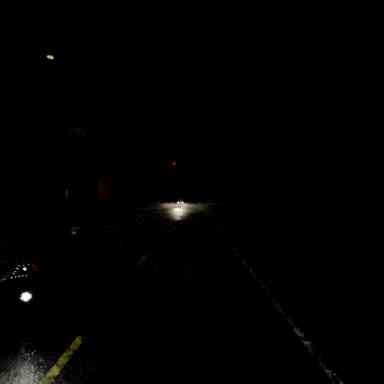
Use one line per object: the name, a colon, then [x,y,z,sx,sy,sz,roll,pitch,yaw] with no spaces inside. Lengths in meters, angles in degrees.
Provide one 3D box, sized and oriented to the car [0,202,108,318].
car: [-3.597,1.298,7.938,2.150,2.045,5.566,0,-1,0]
